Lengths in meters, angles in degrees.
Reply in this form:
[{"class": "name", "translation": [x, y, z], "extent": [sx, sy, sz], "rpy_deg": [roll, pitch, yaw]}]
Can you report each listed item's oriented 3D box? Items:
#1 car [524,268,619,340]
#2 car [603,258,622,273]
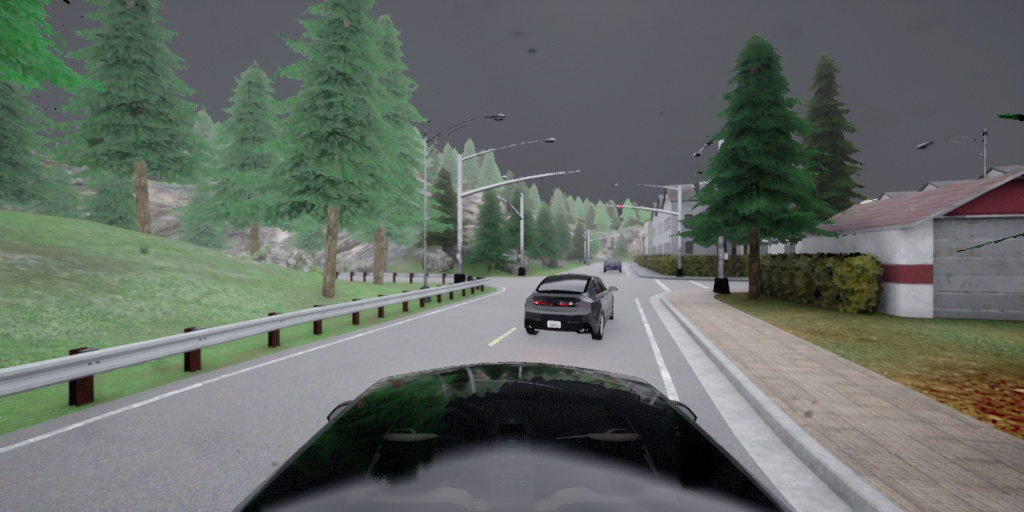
[{"class": "car", "translation": [1.785, 1.252, 10.130], "extent": [1.837, 1.490, 4.892], "rpy_deg": [0, 0, 21]}, {"class": "car", "translation": [12.391, 1.089, 44.071], "extent": [2.097, 1.767, 4.553], "rpy_deg": [0, 0, 17]}]
